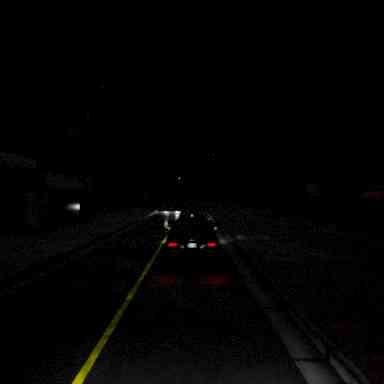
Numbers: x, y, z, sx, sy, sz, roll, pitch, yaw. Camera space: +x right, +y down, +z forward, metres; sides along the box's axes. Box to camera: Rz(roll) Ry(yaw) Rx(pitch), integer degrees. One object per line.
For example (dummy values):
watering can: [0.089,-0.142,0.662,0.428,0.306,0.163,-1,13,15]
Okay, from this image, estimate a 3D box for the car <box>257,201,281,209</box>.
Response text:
car: [13.216,2.265,56.806,4.313,1.339,1.947,0,-1,0]

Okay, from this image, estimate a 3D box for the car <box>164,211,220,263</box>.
car: [0.009,1.675,12.519,2.033,1.411,5.357,0,-1,0]

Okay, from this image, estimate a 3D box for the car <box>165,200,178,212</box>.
car: [-2.771,1.983,47.560,1.837,1.490,4.892,0,-1,0]

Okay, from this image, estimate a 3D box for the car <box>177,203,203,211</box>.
car: [0.015,1.852,28.455,1.994,1.385,4.181,0,0,1]
